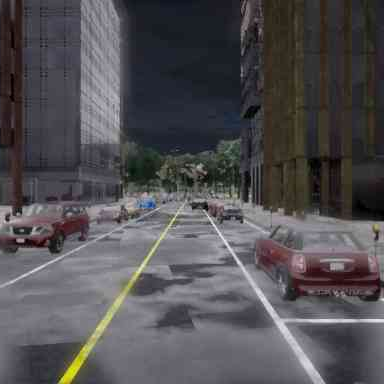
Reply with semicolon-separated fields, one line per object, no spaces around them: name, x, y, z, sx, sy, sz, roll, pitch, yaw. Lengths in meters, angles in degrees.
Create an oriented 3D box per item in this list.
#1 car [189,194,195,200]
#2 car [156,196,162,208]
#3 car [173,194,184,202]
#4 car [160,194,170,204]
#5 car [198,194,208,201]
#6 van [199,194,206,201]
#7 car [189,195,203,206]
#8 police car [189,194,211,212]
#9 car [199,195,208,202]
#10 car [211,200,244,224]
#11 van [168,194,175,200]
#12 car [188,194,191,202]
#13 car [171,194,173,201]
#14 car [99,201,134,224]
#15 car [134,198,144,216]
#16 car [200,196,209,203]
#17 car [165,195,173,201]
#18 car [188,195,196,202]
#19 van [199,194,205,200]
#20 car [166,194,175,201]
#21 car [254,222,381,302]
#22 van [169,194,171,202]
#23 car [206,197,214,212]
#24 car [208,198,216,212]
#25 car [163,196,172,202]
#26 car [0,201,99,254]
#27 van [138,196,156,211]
car;0.000;1.411;90.381;1.837;1.490;4.892;0;0;0
car;-5.763;1.558;46.329;2.008;1.369;4.403;0;0;0
car;-3.000;1.547;76.150;2.128;1.511;4.902;0;0;0
car;-5.763;1.580;62.641;1.947;1.339;4.313;0;0;0
car;2.761;1.345;84.392;2.192;1.841;5.009;0;0;0
van;2.761;1.376;89.829;1.690;1.788;3.998;0;0;0
car;0.721;1.370;55.158;2.097;1.767;4.553;0;0;2
police car;0.900;1.430;39.268;1.930;1.638;5.238;0;0;0
car;2.761;1.465;78.954;1.967;1.590;4.097;0;0;0
car;2.762;1.552;24.578;2.008;1.369;4.403;0;0;0
van;-5.764;1.380;95.267;1.690;1.788;3.998;0;0;0
car;0.900;1.359;49.128;2.097;1.767;4.553;0;0;0
car;-5.764;1.547;73.347;1.752;1.417;4.829;0;0;0
car;-5.763;1.583;24.578;1.802;1.307;4.206;0;0;0
car;-5.763;1.527;29.846;1.752;1.417;4.829;0;0;0
car;2.762;1.566;73.517;1.887;1.381;4.507;0;0;0
car;-5.764;1.555;84.222;1.752;1.417;4.829;0;0;0
car;0.000;1.414;75.275;1.837;1.490;4.892;0;0;0
van;2.761;1.380;95.267;1.690;1.788;3.998;0;0;0
car;-5.764;1.475;89.829;1.967;1.590;4.097;0;0;0
car;2.762;1.439;8.266;1.967;1.590;4.097;0;0;0
van;-5.764;1.359;68.079;1.690;1.788;3.998;0;0;0
car;2.762;1.548;35.454;1.887;1.381;4.507;0;0;0
car;2.762;1.547;30.016;1.887;1.381;4.507;0;0;0
car;-5.764;1.591;78.954;1.947;1.339;4.313;0;0;0
car;-5.763;1.315;13.703;2.192;1.841;5.009;0;0;0
van;-5.764;1.346;40.891;1.690;1.788;3.998;0;0;0
